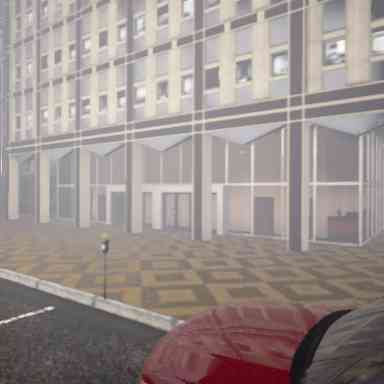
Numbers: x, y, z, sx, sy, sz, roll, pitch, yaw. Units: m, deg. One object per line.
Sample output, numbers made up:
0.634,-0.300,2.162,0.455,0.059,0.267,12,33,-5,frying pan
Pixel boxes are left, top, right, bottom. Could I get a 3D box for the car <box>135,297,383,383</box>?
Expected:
1.880,1.320,1.534,5.009,1.841,2.192,0,0,36,car
